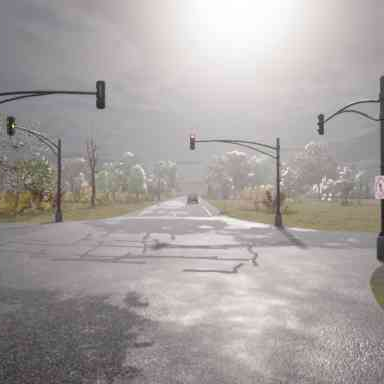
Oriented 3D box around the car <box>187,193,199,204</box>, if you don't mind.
[{"bbox_3d":[0.156,1.293,67.658,2.150,2.045,5.566,0,0,0],"label":"car"}]
